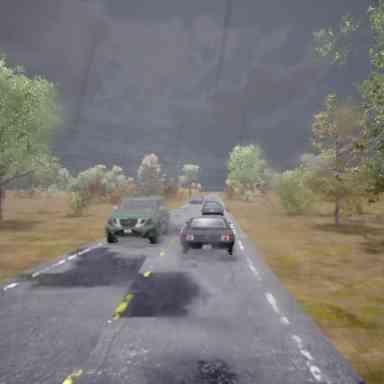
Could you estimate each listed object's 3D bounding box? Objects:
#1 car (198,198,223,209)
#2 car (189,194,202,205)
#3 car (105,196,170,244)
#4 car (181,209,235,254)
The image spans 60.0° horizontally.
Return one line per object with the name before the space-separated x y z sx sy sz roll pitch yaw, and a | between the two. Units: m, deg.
car | 1.872 1.555 30.777 1.994 1.385 4.181 0 0 4
car | 0.683 1.311 58.042 2.097 1.767 4.553 0 0 5
car | -2.389 1.216 16.078 2.150 2.045 5.566 0 0 4
car | 0.673 1.599 13.597 1.895 1.301 4.718 0 0 4
